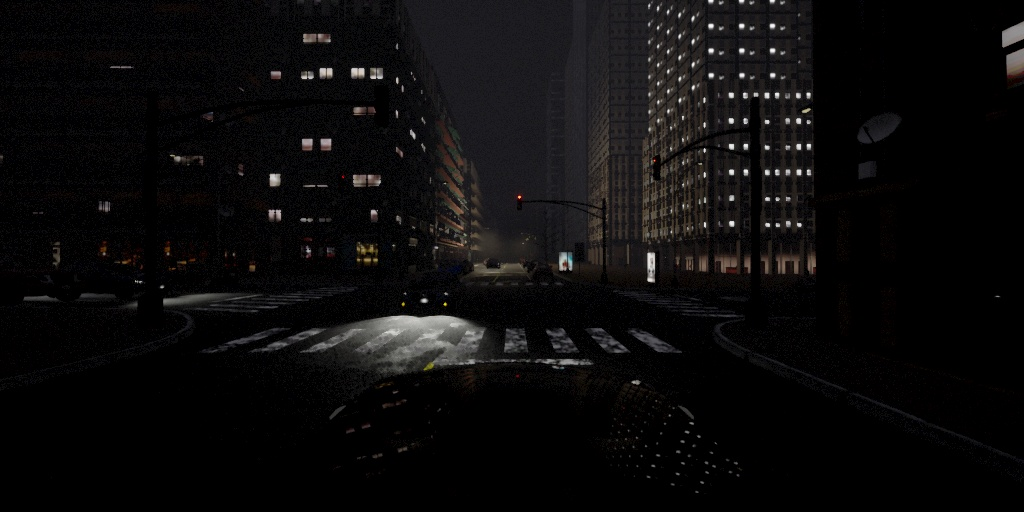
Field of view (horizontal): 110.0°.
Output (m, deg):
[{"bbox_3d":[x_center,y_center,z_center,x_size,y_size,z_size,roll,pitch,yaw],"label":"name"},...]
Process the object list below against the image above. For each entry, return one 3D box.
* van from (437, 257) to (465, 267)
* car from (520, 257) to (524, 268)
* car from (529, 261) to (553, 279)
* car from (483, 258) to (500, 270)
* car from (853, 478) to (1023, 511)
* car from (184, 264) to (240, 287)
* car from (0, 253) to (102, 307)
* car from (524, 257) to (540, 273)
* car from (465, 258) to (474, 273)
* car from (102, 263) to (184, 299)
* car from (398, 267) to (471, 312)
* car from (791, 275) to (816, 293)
[{"bbox_3d":[-5.616,1.103,32.528,1.690,1.789,3.998,0,0,0],"label":"van"},{"bbox_3d":[2.831,1.222,60.145,1.967,1.591,4.097,0,0,0],"label":"car"},{"bbox_3d":[2.766,1.344,32.507,1.802,1.307,4.207,0,0,0],"label":"car"},{"bbox_3d":[-2.874,1.116,54.659,2.097,1.767,4.553,0,0,0],"label":"car"},{"bbox_3d":[2.688,1.315,0.102,1.948,1.339,4.313,0,0,0],"label":"car"},{"bbox_3d":[-18.747,1.104,21.386,4.313,1.339,1.948,0,0,0],"label":"car"},{"bbox_3d":[-18.745,0.784,13.005,5.009,1.841,2.192,0,0,0],"label":"car"},{"bbox_3d":[2.792,1.208,43.563,1.967,1.591,4.097,0,0,0],"label":"car"},{"bbox_3d":[-5.602,1.080,38.056,2.192,1.841,5.009,0,0,0],"label":"car"},{"bbox_3d":[-17.583,1.033,15.626,4.674,1.442,1.812,1,0,0],"label":"car"},{"bbox_3d":[-2.970,1.318,14.118,1.994,1.385,4.181,0,0,0],"label":"car"},{"bbox_3d":[19.441,1.644,21.698,4.403,1.370,2.007,0,0,0],"label":"car"}]
